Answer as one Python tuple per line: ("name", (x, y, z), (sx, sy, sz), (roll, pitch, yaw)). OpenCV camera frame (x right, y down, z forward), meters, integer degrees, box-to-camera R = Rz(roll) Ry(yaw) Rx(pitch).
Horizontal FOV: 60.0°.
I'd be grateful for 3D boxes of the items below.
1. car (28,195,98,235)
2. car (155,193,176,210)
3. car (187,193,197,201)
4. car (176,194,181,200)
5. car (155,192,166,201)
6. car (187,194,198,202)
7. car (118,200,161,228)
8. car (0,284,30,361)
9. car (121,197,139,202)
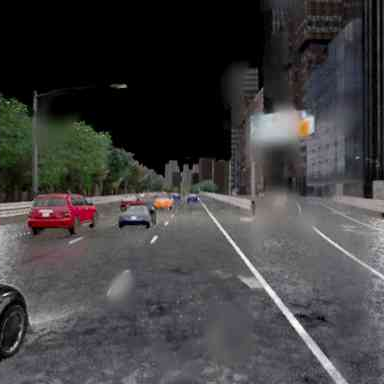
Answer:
("car", (-6.900, 1.153, 18.391), (2.150, 2.045, 5.566), (0, 0, 0))
("car", (-3.399, 1.162, 40.684), (2.097, 1.767, 4.553), (0, 0, 0))
("car", (0.000, 1.121, 75.840), (2.128, 1.511, 4.902), (0, 0, 0))
("car", (-3.500, 1.076, 75.410), (1.882, 1.535, 5.008), (0, 0, 0))
("car", (-7.001, 0.961, 74.128), (2.097, 1.767, 4.553), (0, 0, 0))
("car", (0.109, 1.148, 62.662), (1.882, 1.535, 5.008), (0, 0, 0))
("car", (-3.400, 1.481, 21.441), (1.994, 1.385, 4.181), (0, 0, 0))
("car", (-3.400, 1.554, 3.250), (1.994, 1.385, 4.181), (0, 0, 0))
("car", (-6.903, 1.303, 38.264), (1.882, 1.535, 5.008), (0, 0, 0))
